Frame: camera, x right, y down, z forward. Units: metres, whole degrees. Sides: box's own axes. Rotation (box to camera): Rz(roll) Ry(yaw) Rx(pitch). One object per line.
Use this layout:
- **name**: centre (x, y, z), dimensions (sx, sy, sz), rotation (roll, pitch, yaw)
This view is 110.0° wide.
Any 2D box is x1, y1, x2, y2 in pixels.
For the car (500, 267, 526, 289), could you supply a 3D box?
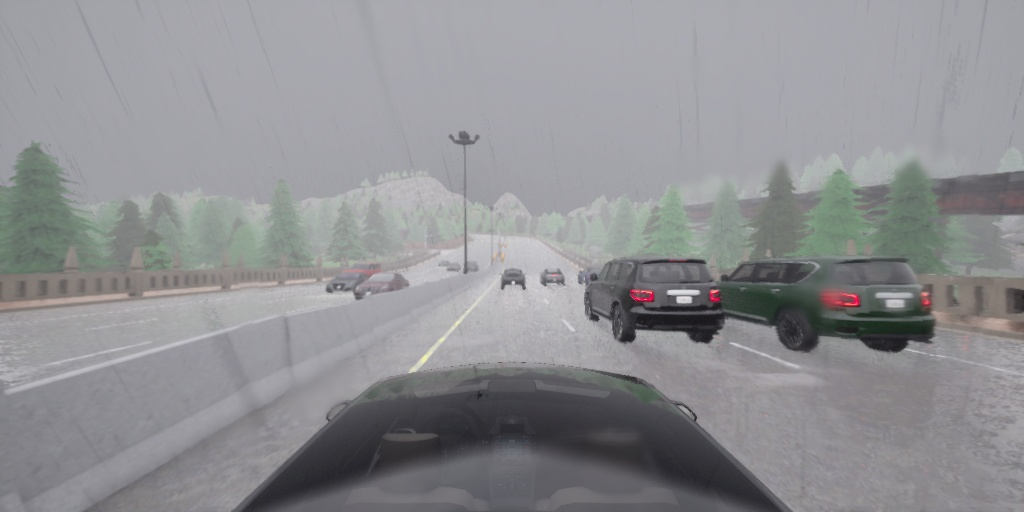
- **car**: centre (0.097, 1.816, 29.121), dimensions (1.837, 1.490, 4.892), rotation (0, -2, 0)

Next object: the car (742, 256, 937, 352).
- **car**: centre (7.099, 1.063, 9.310), dimensions (2.150, 2.045, 5.566), rotation (0, -2, 0)

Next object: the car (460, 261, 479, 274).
- **car**: centre (-7.035, 1.939, 62.182), dimensions (2.150, 2.045, 5.566), rotation (0, 2, 1)

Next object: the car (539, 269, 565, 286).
- **car**: centre (3.598, 1.882, 32.461), dimensions (2.128, 1.511, 4.902), rotation (0, -1, 0)

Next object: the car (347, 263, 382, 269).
- **car**: centre (-14.091, 1.649, 34.134), dimensions (2.150, 2.045, 5.566), rotation (0, -1, 0)

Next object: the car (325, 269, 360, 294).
- **car**: centre (-10.599, 1.756, 23.931), dimensions (1.994, 1.385, 4.181), rotation (0, -1, 0)

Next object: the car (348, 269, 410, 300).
- **car**: centre (-7.100, 1.630, 20.141), dimensions (1.812, 1.442, 4.674), rotation (0, -1, 0)

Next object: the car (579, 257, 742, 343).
- **car**: centre (3.599, 1.084, 10.184), dimensions (2.150, 2.045, 5.566), rotation (0, -2, 0)
